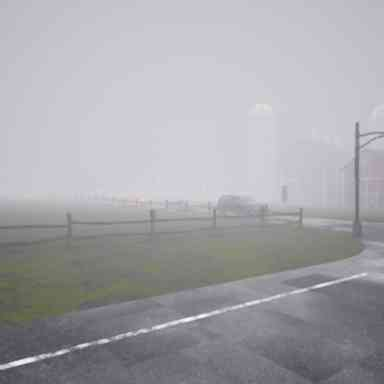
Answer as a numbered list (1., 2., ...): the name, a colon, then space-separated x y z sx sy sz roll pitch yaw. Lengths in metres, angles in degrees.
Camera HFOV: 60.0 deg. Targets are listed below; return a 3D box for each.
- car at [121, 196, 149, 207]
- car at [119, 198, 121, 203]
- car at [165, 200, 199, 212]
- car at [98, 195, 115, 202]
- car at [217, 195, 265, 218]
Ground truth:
1. car: -8.107 1.354 48.985 1.882 1.535 5.008 0 0 -36
2. car: -11.246 1.363 58.339 1.994 1.385 4.181 0 0 -35
3. car: -1.208 1.591 39.405 1.895 1.301 4.718 0 0 -36
4. car: -17.101 1.246 66.487 2.033 1.411 5.357 0 0 -36
5. car: 4.631 1.305 31.366 2.150 2.045 5.566 0 0 -34
